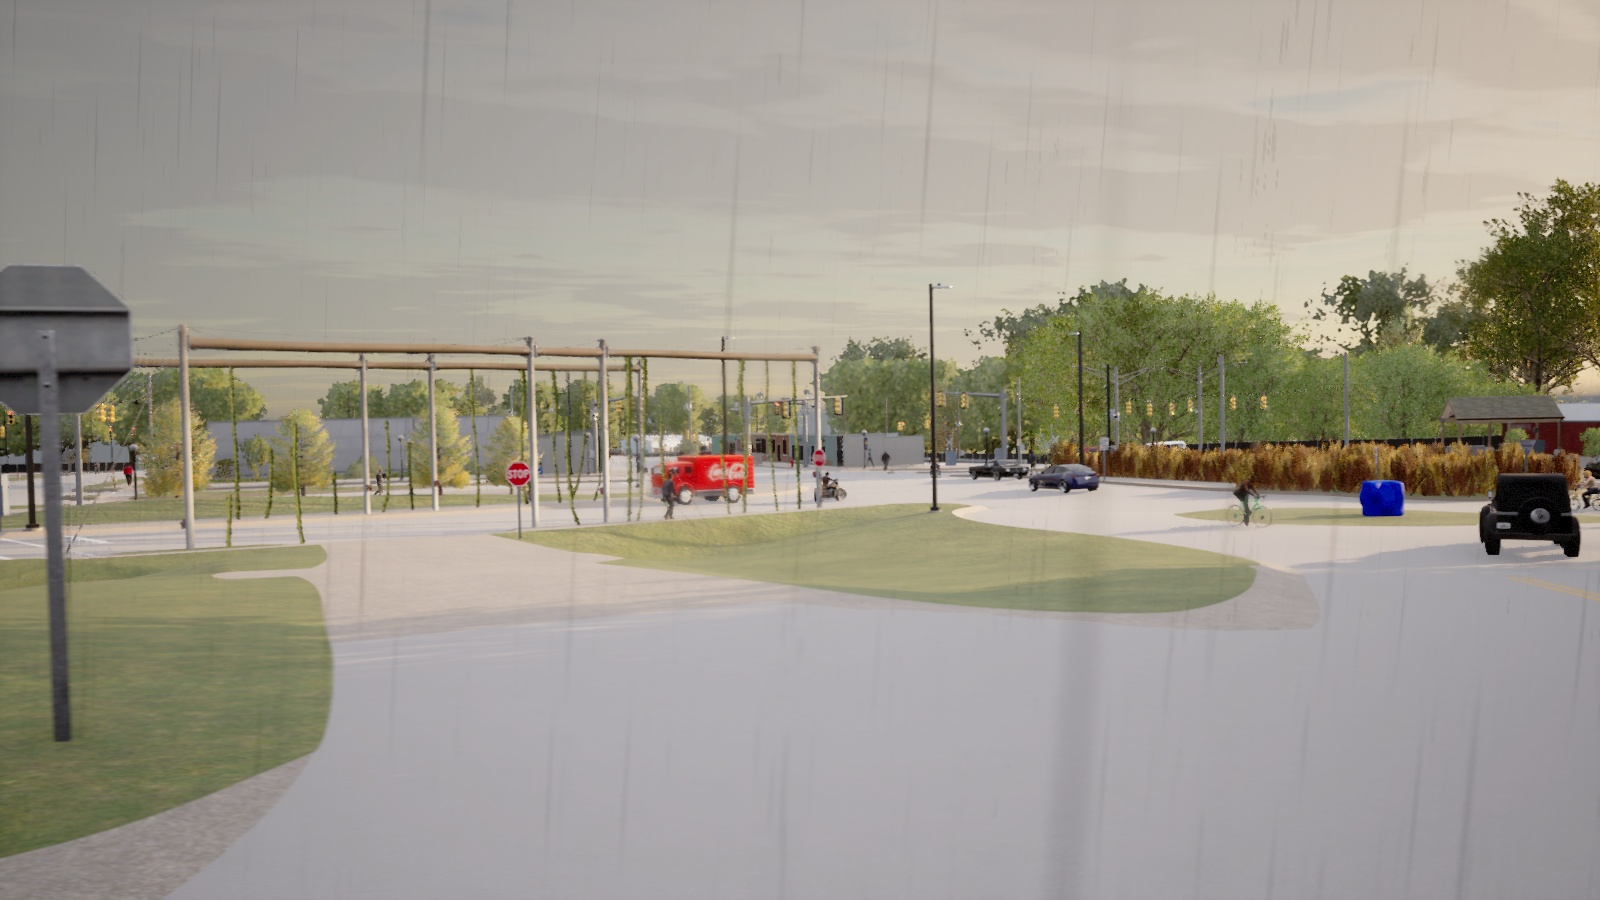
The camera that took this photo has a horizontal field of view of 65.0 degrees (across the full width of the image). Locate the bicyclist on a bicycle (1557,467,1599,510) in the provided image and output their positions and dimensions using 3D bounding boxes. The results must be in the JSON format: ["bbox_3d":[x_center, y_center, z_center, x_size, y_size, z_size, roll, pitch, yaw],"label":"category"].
[{"bbox_3d":[30.478,1.479,48.829,0.866,1.612,1.509,-1,0,-34],"label":"bicyclist on a bicycle"}]

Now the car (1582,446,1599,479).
[{"bbox_3d":[42.804,0.657,65.671,2.152,1.651,5.027,-1,1,19],"label":"car"}]

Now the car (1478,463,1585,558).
[{"bbox_3d":[17.169,1.357,29.645,1.905,1.878,3.866,-1,2,26],"label":"car"}]

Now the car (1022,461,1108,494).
[{"bbox_3d":[14.056,1.427,66.976,2.163,1.488,4.792,-3,1,-21],"label":"car"}]

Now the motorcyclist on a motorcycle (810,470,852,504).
[{"bbox_3d":[1.586,1.895,64.560,0.766,1.649,2.350,0,1,43],"label":"motorcyclist on a motorcycle"}]

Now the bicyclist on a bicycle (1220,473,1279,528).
[{"bbox_3d":[13.741,1.525,38.415,0.582,1.620,1.656,-1,0,-34],"label":"bicyclist on a bicycle"}]

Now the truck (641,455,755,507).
[{"bbox_3d":[-5.224,1.540,64.544,5.204,2.467,2.627,-1,1,-33],"label":"truck"}]

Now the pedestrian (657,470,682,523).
[{"bbox_3d":[-4.985,1.760,47.968,0.423,1.949,0.788,0,2,41],"label":"pedestrian"}]

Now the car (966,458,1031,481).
[{"bbox_3d":[12.602,1.207,80.173,1.895,1.301,4.718,-3,1,-22],"label":"car"}]
